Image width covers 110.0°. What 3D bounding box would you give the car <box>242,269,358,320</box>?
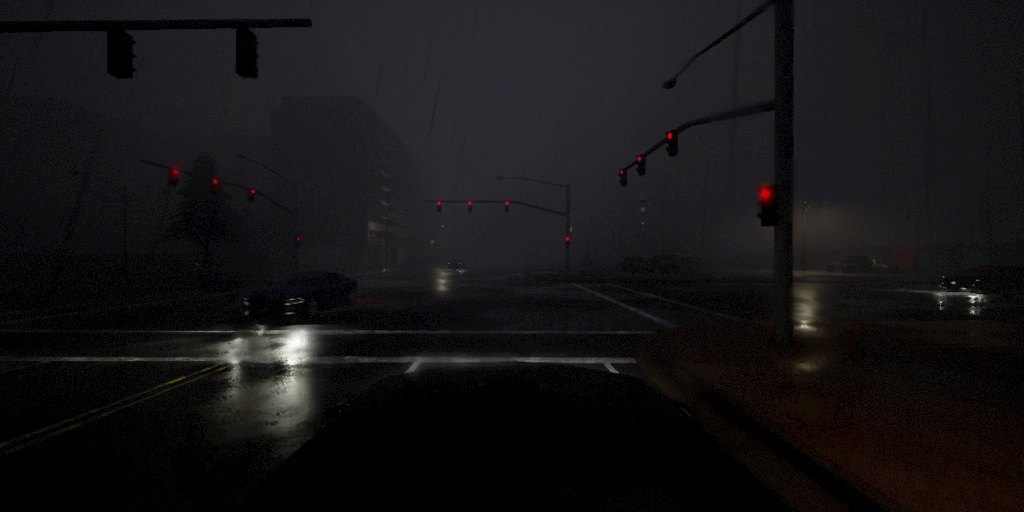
[{"bbox_3d":[-7.209,1.267,12.786,1.882,1.535,5.008,0,0,-2],"label":"car"}]

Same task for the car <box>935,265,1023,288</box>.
[{"bbox_3d":[31.393,1.282,23.252,5.357,1.411,2.033,0,0,1],"label":"car"}]

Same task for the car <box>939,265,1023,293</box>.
[{"bbox_3d":[26.931,1.242,19.851,4.892,1.490,1.837,0,0,1],"label":"car"}]

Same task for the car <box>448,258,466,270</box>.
[{"bbox_3d":[-8.021,1.021,52.140,2.097,1.767,4.553,0,0,0],"label":"car"}]
